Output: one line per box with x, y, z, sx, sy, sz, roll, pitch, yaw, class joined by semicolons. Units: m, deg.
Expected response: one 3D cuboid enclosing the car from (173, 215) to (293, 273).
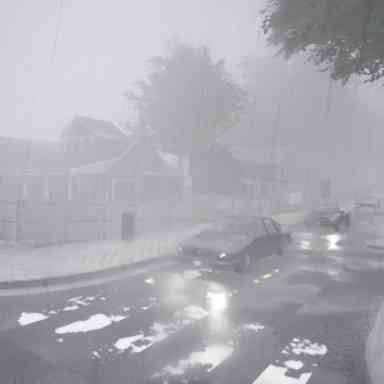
1.688;1.505;10.965;2.033;1.411;5.357;2;1;36;car

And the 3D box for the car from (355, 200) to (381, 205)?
17.182;0.981;32.286;2.033;1.411;5.357;2;1;36;car

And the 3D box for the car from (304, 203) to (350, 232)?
8.227;1.438;20.022;1.812;1.442;4.674;2;1;36;car
